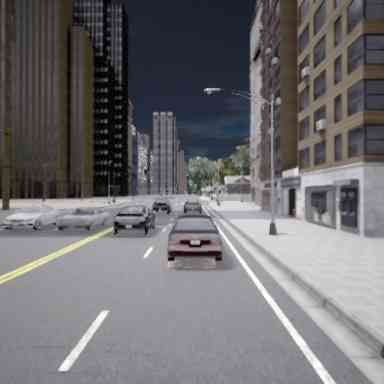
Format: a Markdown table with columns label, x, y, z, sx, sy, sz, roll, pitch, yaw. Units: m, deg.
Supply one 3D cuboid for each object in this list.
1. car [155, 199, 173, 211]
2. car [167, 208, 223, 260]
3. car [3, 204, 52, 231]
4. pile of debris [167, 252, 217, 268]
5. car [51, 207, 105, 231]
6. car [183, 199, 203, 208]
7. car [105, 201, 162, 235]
| label | x | y | z | sx | sy | sz | roll | pitch | yaw |
| --- | --- | --- | --- | --- | --- | --- | --- | --- | --- |
| car | -3.156 | 1.499 | 35.529 | 1.837 | 1.490 | 4.892 | 0 | 0 | 0 |
| car | 0.089 | 1.546 | 12.343 | 2.033 | 1.411 | 5.357 | 0 | 0 | 0 |
| car | -9.856 | 1.526 | 20.947 | 1.812 | 1.442 | 4.674 | 0 | 0 | 0 |
| pile of debris | -0.002 | 2.177 | 10.731 | 1.500 | 0.140 | 1.860 | 0 | 0 | 0 |
| car | -6.604 | 1.602 | 20.463 | 1.895 | 1.301 | 4.718 | 0 | 0 | 0 |
| car | 0.093 | 1.486 | 35.611 | 2.128 | 1.511 | 4.902 | 0 | 0 | 0 |
| car | -3.154 | 1.493 | 18.998 | 2.128 | 1.511 | 4.902 | 0 | 0 | 0 |
